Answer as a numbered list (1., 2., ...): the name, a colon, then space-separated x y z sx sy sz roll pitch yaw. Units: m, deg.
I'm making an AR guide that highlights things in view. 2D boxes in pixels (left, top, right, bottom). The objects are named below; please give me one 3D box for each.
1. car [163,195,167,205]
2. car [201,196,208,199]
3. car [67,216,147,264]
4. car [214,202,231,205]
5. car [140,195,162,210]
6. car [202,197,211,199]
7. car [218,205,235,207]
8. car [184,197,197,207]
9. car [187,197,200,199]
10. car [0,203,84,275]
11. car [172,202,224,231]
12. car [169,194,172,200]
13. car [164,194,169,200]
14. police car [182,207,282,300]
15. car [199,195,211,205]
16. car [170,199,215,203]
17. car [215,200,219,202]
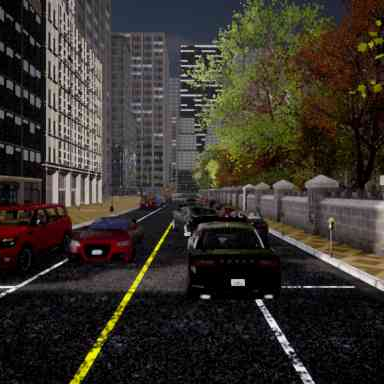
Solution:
1. car: -5.666 1.564 54.992 1.802 1.307 4.206 0 0 0
2. car: 2.384 1.568 49.395 1.802 1.307 4.206 0 0 0
3. car: -2.769 1.563 11.686 1.994 1.385 4.181 0 0 0
4. car: 2.507 1.578 21.647 1.802 1.307 4.206 0 0 0
5. car: -5.617 1.304 43.910 2.192 1.841 5.009 0 0 0
6. car: 2.433 1.557 38.296 1.947 1.339 4.313 0 0 0
7. car: 2.532 1.548 16.097 2.008 1.369 4.403 0 0 0
8. car: -0.196 1.531 53.437 2.033 1.411 5.357 0 0 0
9. car: -0.140 1.515 43.454 1.812 1.442 4.674 0 0 0
10. car: -5.471 1.314 10.661 2.192 1.841 5.009 0 0 0
11. car: 0.180 1.502 18.194 1.837 1.490 4.892 0 0 -15
12. car: -5.620 1.282 77.155 2.192 1.841 5.009 0 0 0
13. car: -5.690 1.504 60.362 1.752 1.417 4.829 0 0 0
14. police car: 0.822 1.424 8.571 1.930 1.638 5.238 0 0 0
15. car: 2.334 1.418 60.495 1.967 1.590 4.097 0 0 0
16. car: 0.087 1.501 24.787 1.837 1.490 4.892 0 0 17
17. car: 2.482 1.561 27.196 1.947 1.339 4.313 0 0 0
